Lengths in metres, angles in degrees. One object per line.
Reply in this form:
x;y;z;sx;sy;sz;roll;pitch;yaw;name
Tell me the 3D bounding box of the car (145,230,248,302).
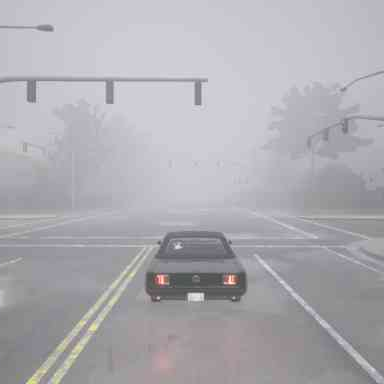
0.065;1.601;8.208;1.895;1.301;4.718;0;0;0;car
